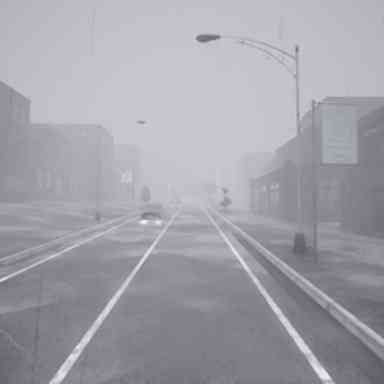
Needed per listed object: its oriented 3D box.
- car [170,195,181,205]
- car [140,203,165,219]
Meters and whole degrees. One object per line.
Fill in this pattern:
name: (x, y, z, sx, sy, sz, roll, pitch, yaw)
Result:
car: (-3.514, 1.651, 71.666, 2.150, 2.045, 5.566, 0, 0, 0)
car: (-3.515, 1.690, 30.502, 2.033, 1.411, 5.357, 0, 0, 0)
